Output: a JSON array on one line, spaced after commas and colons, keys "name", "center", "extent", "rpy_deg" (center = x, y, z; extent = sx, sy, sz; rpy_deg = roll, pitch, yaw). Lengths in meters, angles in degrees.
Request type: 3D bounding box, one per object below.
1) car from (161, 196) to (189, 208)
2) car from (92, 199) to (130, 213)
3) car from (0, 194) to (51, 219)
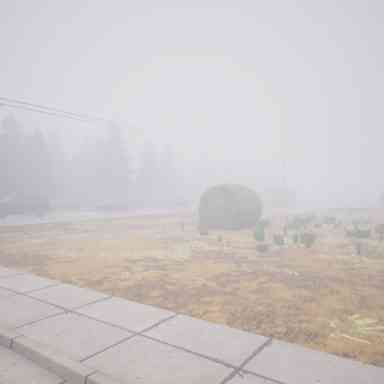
[{"name": "car", "center": [-2.401, 1.379, 47.453], "extent": [2.097, 1.767, 4.553], "rpy_deg": [0, 0, 37]}, {"name": "car", "center": [-9.208, 1.552, 38.253], "extent": [1.812, 1.442, 4.674], "rpy_deg": [0, 0, 37]}, {"name": "car", "center": [-15.513, 1.248, 29.733], "extent": [2.150, 2.045, 5.566], "rpy_deg": [0, 0, 36]}]
